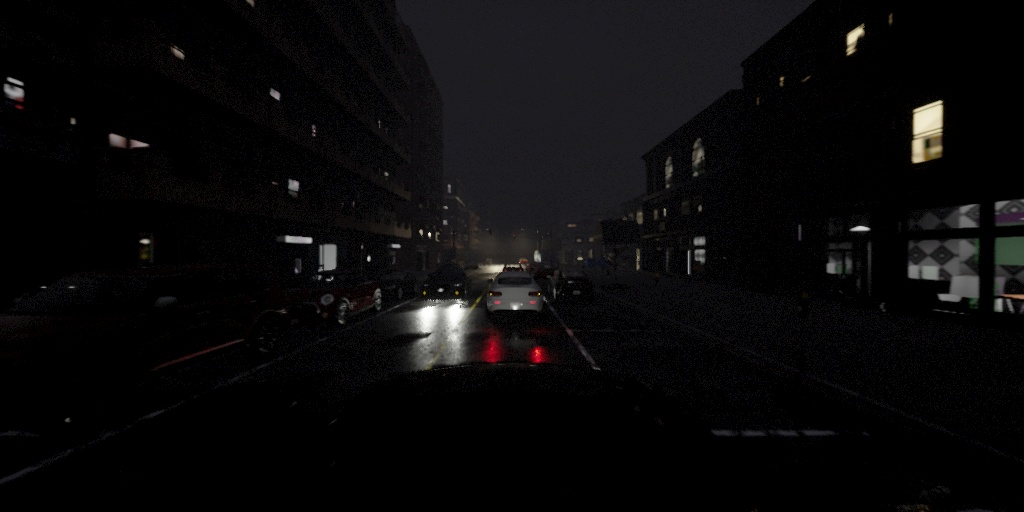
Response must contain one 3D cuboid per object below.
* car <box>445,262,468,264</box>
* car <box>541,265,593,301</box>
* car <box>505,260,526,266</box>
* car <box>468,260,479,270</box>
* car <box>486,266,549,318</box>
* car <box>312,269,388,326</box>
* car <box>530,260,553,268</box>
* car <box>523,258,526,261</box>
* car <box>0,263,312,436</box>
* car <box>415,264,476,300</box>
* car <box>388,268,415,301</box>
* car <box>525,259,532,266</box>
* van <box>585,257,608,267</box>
[{"bbox_3d":[-5.704,1.277,34.125,1.948,1.339,4.313,0,0,0],"label":"car"},{"bbox_3d":[2.684,1.278,17.035,2.007,1.370,4.403,0,0,0],"label":"car"},{"bbox_3d":[0.088,1.313,33.359,1.895,1.301,4.718,0,0,0],"label":"car"},{"bbox_3d":[-5.711,1.229,51.045,1.751,1.417,4.829,0,0,0],"label":"car"},{"bbox_3d":[0.093,1.259,12.780,1.812,1.442,4.674,0,0,0],"label":"car"},{"bbox_3d":[-5.694,1.175,11.339,1.967,1.591,4.097,0,0,0],"label":"car"},{"bbox_3d":[2.679,1.261,28.426,1.888,1.381,4.507,0,0,0],"label":"car"},{"bbox_3d":[2.673,1.231,45.687,1.751,1.417,4.829,0,0,0],"label":"car"},{"bbox_3d":[-5.692,1.058,5.642,2.192,1.841,5.009,0,0,0],"label":"car"},{"bbox_3d":[-3.106,1.291,17.588,1.994,1.385,4.181,0,0,0],"label":"car"},{"bbox_3d":[-5.697,1.278,17.036,2.007,1.370,4.403,0,0,0],"label":"car"},{"bbox_3d":[2.675,1.253,39.820,1.888,1.381,4.507,0,0,0],"label":"car"},{"bbox_3d":[14.632,1.108,61.989,3.998,1.789,1.690,0,0,0],"label":"van"}]
